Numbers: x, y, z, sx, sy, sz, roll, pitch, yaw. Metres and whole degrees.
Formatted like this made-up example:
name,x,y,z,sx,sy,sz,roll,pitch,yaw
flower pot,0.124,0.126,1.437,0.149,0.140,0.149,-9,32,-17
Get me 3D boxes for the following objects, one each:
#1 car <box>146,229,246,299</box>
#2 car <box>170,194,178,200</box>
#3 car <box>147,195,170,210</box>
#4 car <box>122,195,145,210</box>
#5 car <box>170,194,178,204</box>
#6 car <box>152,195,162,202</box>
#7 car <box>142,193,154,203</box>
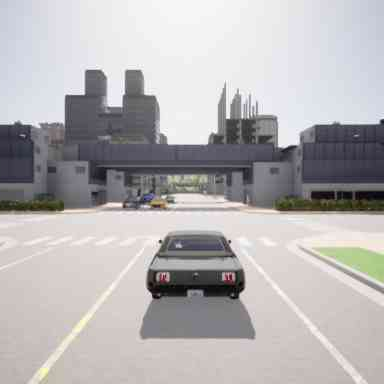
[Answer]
name,x,y,z,sx,sy,sz,roll,pitch,yaw
car,0.078,1.595,8.371,1.895,1.301,4.718,0,0,0
car,-4.182,1.105,77.892,1.812,1.442,4.674,0,0,0
car,-4.262,1.467,42.905,1.882,1.535,5.008,0,0,0
car,-7.762,1.480,42.974,2.128,1.511,4.902,0,0,0
car,-4.223,1.483,62.415,1.837,1.490,4.892,0,0,1
car,-7.680,1.491,73.353,1.812,1.442,4.674,0,0,0
car,-7.744,1.201,57.828,2.150,2.045,5.566,0,0,1
